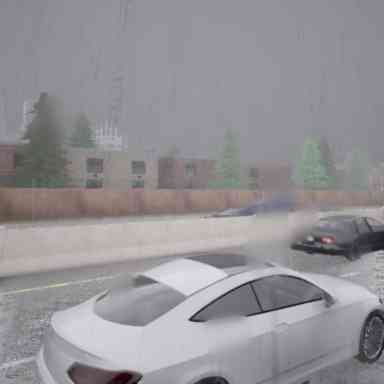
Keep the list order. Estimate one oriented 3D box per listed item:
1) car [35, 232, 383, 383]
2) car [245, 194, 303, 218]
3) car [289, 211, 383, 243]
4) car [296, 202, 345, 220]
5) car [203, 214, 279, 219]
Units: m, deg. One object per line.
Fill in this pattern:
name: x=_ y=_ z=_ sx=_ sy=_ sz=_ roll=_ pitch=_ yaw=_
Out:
car: x=0.611 y=1.528 z=4.187 sx=4.674 sy=1.442 sz=1.812 roll=0 pitch=0 yaw=-35
car: x=7.701 y=1.248 z=30.986 sx=5.566 sy=2.045 sz=2.150 roll=0 pitch=0 yaw=-35
car: x=5.847 y=1.559 z=12.220 sx=5.357 sy=1.411 sz=2.033 roll=0 pitch=0 yaw=-36
car: x=11.336 y=1.589 z=29.277 sx=4.181 sy=1.385 sz=1.994 roll=0 pitch=0 yaw=-35
car: x=2.694 y=1.560 z=18.815 sx=5.357 sy=1.411 sz=2.033 roll=0 pitch=0 yaw=-36
